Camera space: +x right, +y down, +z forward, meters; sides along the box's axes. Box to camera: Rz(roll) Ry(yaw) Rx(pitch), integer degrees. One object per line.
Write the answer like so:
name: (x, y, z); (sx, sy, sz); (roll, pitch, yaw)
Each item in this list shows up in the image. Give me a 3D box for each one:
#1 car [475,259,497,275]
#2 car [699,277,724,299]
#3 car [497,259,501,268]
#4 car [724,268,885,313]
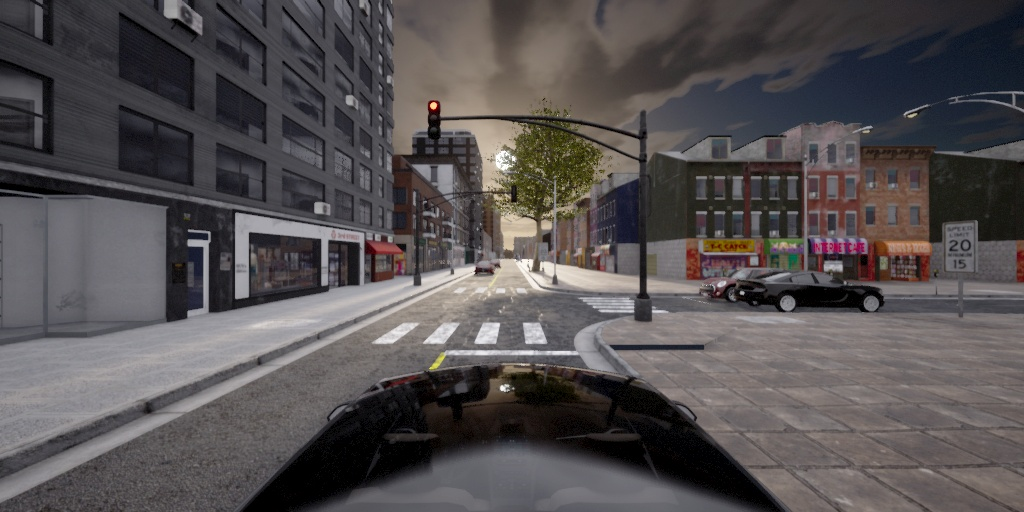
car: (-2.961, 1.229, 39.055); (1.882, 1.535, 5.008); (0, 0, 0)
car: (10.878, 1.260, 16.492); (4.097, 1.591, 1.967); (0, 0, 0)
car: (-2.942, 1.243, 61.406); (1.882, 1.535, 5.008); (0, 0, 0)
car: (11.366, 1.294, 13.859); (5.008, 1.535, 1.882); (0, 0, 0)
